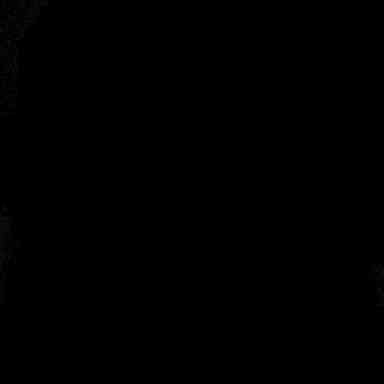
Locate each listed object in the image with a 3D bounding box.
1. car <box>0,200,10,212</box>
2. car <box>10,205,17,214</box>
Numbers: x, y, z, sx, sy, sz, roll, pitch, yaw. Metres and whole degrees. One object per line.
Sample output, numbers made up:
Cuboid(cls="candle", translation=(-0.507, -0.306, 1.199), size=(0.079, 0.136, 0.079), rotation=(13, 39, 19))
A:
Cuboid(cls="car", translation=(-19.347, 1.181, 29.145), size=(2.192, 1.841, 5.009), rotation=(0, -1, 36))
Cuboid(cls="car", translation=(-16.203, 1.524, 33.533), size=(1.802, 1.307, 4.206), rotation=(0, -1, 36))
